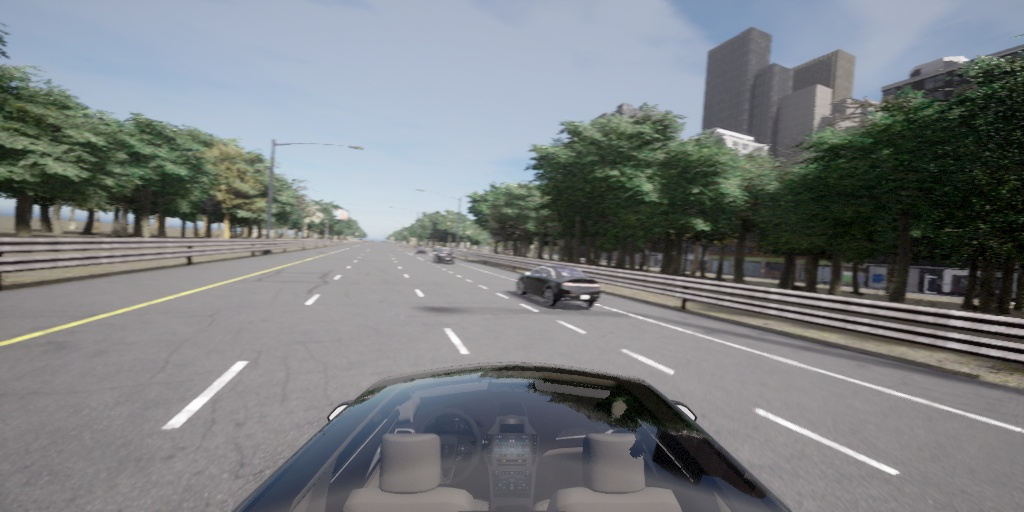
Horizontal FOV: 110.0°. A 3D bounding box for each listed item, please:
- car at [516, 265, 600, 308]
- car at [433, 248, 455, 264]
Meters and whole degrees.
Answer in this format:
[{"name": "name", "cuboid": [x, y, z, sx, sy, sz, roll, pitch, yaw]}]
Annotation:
[{"name": "car", "cuboid": [1.744, 1.143, 14.933, 2.128, 1.511, 4.902, 4, 1, -20]}, {"name": "car", "cuboid": [-7.646, 0.019, 40.241, 2.128, 1.511, 4.902, 4, 1, -20]}]
